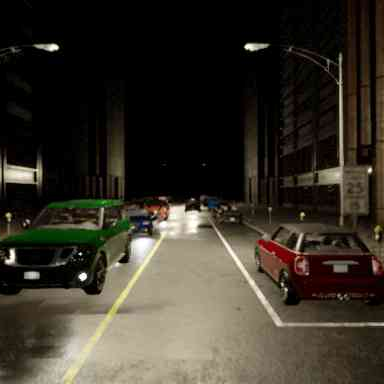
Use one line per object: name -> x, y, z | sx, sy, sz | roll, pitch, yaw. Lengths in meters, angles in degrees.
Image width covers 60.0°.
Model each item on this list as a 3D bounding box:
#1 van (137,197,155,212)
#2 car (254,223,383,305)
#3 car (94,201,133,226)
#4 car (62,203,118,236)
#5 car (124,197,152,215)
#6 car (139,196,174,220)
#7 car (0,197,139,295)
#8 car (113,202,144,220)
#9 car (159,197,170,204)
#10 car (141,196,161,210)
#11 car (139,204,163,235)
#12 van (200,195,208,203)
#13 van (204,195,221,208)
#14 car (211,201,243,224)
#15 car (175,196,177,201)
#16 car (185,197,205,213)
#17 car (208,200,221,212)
van -> -5.765, 1.513, 41.756 | 1.690, 1.788, 3.998 | 0, 0, 0
car -> 2.761, 1.459, 8.120 | 1.967, 1.590, 4.097 | 0, 0, 0
car -> -5.764, 1.542, 24.928 | 1.967, 1.590, 4.097 | 0, 0, 0
car -> -5.764, 1.520, 19.319 | 1.967, 1.590, 4.097 | 0, 0, 0
car -> -5.765, 1.463, 36.148 | 2.192, 1.841, 5.009 | 0, 0, 0
car -> -3.033, 1.465, 28.899 | 2.097, 1.767, 4.553 | 0, 0, 0
car -> -3.075, 1.256, 9.149 | 2.150, 2.045, 5.566 | 0, 0, 0
car -> -5.765, 1.676, 30.537 | 2.008, 1.369, 4.403 | 0, 0, 0
car -> -5.766, 1.851, 69.803 | 2.008, 1.369, 4.403 | 0, 0, 0
car -> -5.765, 1.512, 47.367 | 2.192, 1.841, 5.009 | 0, 0, 0
car -> -3.034, 1.637, 19.020 | 1.994, 1.385, 4.181 | 0, 0, 1
van -> 2.759, 1.651, 75.428 | 1.690, 1.788, 3.998 | 0, 0, 0
van -> 2.760, 1.496, 41.774 | 1.690, 1.788, 3.998 | 0, 0, 0
car -> 2.761, 1.636, 24.946 | 2.008, 1.369, 4.403 | 0, 0, 0
car -> -5.766, 1.947, 86.631 | 1.947, 1.339, 4.313 | 0, 0, 0
car -> 0.096, 1.641, 39.313 | 2.128, 1.511, 4.902 | 0, 0, 0
car -> 2.761, 1.673, 30.555 | 1.947, 1.339, 4.313 | 0, 0, 0
